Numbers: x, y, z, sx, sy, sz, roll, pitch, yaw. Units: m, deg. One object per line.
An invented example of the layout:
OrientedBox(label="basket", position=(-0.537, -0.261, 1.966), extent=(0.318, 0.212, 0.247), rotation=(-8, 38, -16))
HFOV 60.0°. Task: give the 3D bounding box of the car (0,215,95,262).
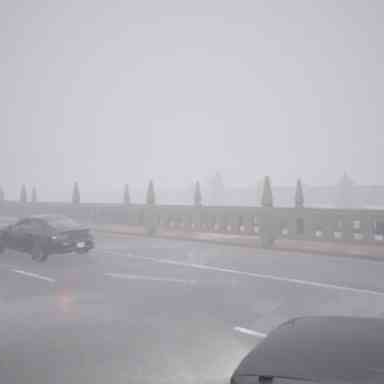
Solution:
OrientedBox(label="car", position=(-5.516, 1.563, 12.224), extent=(4.674, 1.442, 1.812), rotation=(0, 0, 35))

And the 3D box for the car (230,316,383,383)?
OrientedBox(label="car", position=(2.843, 1.543, 1.964), extent=(5.357, 1.411, 2.033), rotation=(0, 0, 36))
